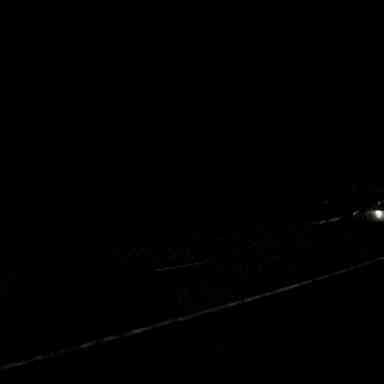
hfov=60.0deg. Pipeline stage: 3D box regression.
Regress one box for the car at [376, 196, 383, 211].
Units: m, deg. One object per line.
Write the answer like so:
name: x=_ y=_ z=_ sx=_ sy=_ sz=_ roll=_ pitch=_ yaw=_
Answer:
car: x=23.679 y=1.256 z=40.340 sx=2.097 sy=1.767 sz=4.553 roll=-1 pitch=2 yaw=32
